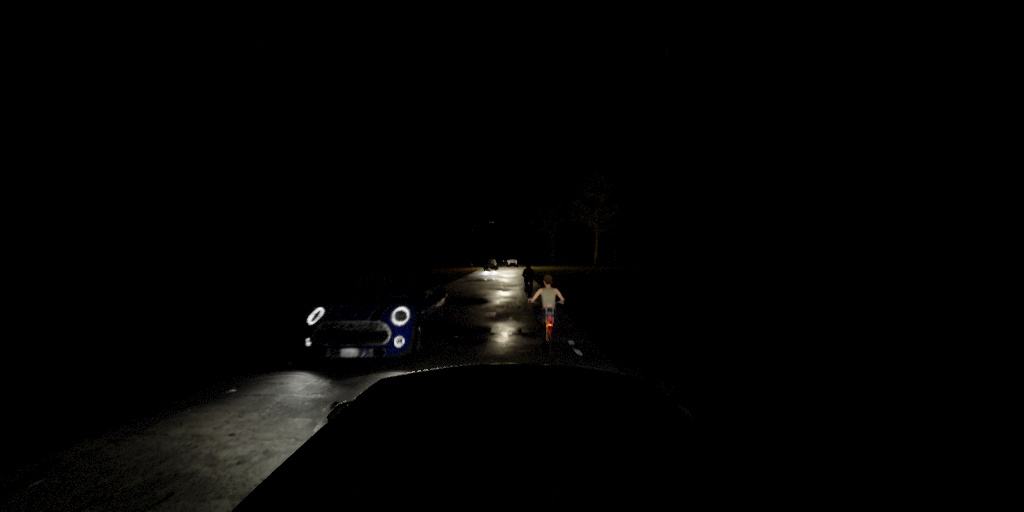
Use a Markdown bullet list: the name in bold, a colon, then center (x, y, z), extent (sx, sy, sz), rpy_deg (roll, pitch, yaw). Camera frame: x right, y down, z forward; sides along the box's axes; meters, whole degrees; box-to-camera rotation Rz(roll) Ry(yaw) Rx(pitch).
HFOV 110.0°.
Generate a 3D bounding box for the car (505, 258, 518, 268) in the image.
- **car**: center (0.090, 1.361, 62.885), extent (1.895, 1.301, 4.718), rpy_deg (0, 0, 0)

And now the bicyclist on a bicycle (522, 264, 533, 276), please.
- **bicyclist on a bicycle**: center (0.755, 1.211, 16.268), extent (0.582, 1.620, 1.656), rpy_deg (0, 0, 0)

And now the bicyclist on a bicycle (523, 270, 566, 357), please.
- **bicyclist on a bicycle**: center (0.746, 1.189, 7.569), extent (0.866, 1.612, 1.509), rpy_deg (0, 0, 0)

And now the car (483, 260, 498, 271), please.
- **car**: center (-2.852, 1.256, 48.787), extent (2.128, 1.511, 4.902), rpy_deg (0, 0, 0)

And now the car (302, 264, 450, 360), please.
- **car**: center (-2.851, 1.106, 8.529), extent (2.097, 1.767, 4.553), rpy_deg (0, 0, 0)
